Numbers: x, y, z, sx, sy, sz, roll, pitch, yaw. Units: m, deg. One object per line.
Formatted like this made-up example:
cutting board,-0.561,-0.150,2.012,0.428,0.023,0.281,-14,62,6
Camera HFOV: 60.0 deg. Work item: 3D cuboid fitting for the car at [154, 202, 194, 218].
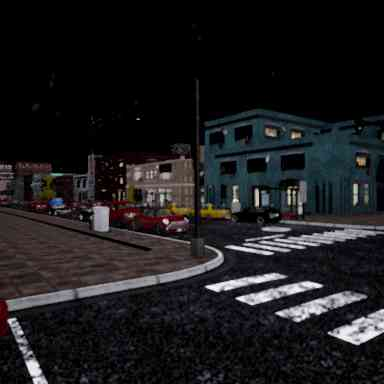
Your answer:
car,-1.996,1.801,34.592,1.752,1.417,4.829,-2,0,-37

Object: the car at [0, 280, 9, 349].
car,-4.446,1.547,3.390,4.507,1.381,1.887,0,0,-35

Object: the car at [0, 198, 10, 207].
car,-42.304,2.348,74.922,2.192,1.841,5.009,-2,0,-37

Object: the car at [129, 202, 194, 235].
car,-1.893,1.663,20.424,1.967,1.590,4.097,-2,0,-37

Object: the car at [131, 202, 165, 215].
car,-5.259,1.892,38.999,2.008,1.369,4.403,-2,0,-37

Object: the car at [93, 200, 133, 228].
car,-5.261,1.605,24.967,2.192,1.841,5.009,-2,0,-37

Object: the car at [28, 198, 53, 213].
car,-22.084,1.942,47.685,2.192,1.841,5.009,-2,0,-37

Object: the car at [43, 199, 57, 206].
car,-32.174,2.426,75.348,1.887,1.381,4.507,-2,0,-37

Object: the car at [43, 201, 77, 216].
car,-15.349,2.043,38.598,2.008,1.369,4.403,-2,0,-37

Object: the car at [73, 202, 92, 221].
car,-8.620,1.908,29.512,2.008,1.369,4.403,-2,0,-37

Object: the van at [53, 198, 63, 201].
van,-28.815,2.155,70.804,1.690,1.788,3.998,-2,0,-37

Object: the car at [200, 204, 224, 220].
car,1.369,1.734,30.048,1.752,1.417,4.829,-2,0,-37

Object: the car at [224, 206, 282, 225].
car,4.836,1.705,25.368,1.947,1.339,4.313,-2,0,-37

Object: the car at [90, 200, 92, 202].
car,-15.355,1.983,52.629,1.967,1.590,4.097,-2,0,-37

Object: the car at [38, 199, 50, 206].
car,-35.640,2.476,80.028,1.752,1.417,4.829,-2,0,-37

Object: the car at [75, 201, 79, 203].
car,-22.080,2.260,61.717,1.802,1.307,4.206,-2,0,-37
